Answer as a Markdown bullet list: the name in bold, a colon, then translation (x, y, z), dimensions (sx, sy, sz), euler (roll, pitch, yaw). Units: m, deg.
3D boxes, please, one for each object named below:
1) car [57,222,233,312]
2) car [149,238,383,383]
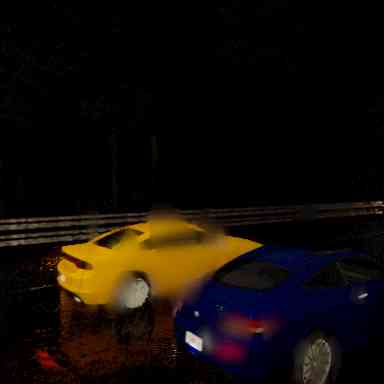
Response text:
- **car**: translation (-0.431, 1.451, 7.739), dimensions (5.008, 1.535, 1.882), euler (0, 0, -35)
- **car**: translation (1.893, 1.497, 5.098), dimensions (4.674, 1.442, 1.812), euler (0, 0, -35)
